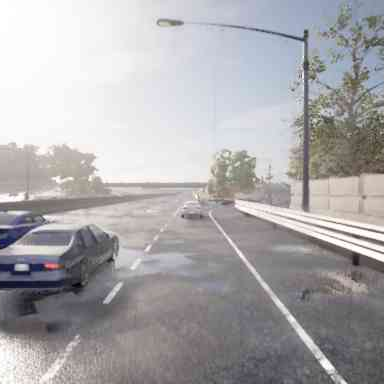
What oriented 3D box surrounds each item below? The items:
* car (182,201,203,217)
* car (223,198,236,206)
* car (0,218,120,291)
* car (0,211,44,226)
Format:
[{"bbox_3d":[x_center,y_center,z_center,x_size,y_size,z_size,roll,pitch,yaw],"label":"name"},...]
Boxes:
[{"bbox_3d":[0.055,1.539,30.843,1.812,1.442,4.674,0,0,1],"label":"car"},{"bbox_3d":[7.611,1.973,66.425,1.882,1.535,5.008,0,-1,24],"label":"car"},{"bbox_3d":[-3.399,1.550,9.145,2.033,1.411,5.357,0,0,0],"label":"car"},{"bbox_3d":[-6.898,1.482,13.176,1.882,1.535,5.008,0,0,0],"label":"car"}]
